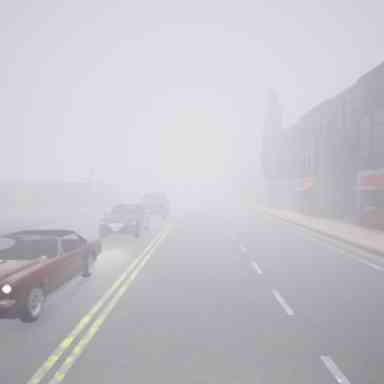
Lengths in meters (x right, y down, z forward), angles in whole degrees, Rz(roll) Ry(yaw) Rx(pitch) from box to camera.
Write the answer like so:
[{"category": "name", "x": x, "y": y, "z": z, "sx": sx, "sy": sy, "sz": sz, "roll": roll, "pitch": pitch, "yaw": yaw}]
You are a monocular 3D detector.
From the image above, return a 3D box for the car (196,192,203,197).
[{"category": "car", "x": 2.110, "y": 0.785, "z": 95.357, "sx": 2.033, "sy": 1.411, "sz": 5.357, "roll": 0, "pitch": 0, "yaw": 1}]

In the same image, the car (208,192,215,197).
[{"category": "car", "x": 5.608, "y": 0.770, "z": 95.233, "sx": 1.812, "sy": 1.442, "sz": 4.674, "roll": 0, "pitch": 0, "yaw": 1}]

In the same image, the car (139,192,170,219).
[{"category": "car", "x": -3.057, "y": 1.023, "z": 27.581, "sx": 2.150, "sy": 2.045, "sz": 5.566, "roll": 0, "pitch": 1, "yaw": 1}]

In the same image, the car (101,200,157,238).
[{"category": "car", "x": -3.313, "y": 1.368, "z": 17.090, "sx": 2.128, "sy": 1.511, "sz": 4.902, "roll": 0, "pitch": 0, "yaw": 1}]

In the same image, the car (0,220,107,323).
[{"category": "car", "x": -3.512, "y": 1.547, "z": 7.225, "sx": 1.895, "sy": 1.301, "sz": 4.718, "roll": 0, "pitch": 0, "yaw": 1}]

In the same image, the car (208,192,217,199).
[{"category": "car", "x": 5.366, "y": 0.924, "z": 84.843, "sx": 2.128, "sy": 1.511, "sz": 4.902, "roll": 0, "pitch": 0, "yaw": 1}]
